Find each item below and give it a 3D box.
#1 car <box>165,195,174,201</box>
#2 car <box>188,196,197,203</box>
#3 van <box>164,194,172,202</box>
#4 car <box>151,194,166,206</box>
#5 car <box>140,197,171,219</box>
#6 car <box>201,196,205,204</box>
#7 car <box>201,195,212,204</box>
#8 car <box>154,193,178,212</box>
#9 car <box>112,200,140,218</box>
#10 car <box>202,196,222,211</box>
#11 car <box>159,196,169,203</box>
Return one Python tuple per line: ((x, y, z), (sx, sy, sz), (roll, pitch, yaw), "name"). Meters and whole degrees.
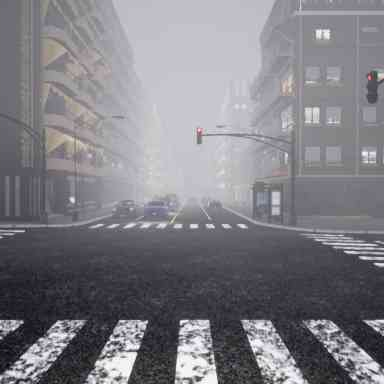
((-5.716, 1.543, 85.631), (2.008, 1.369, 4.403), (0, 0, 0), "car")
((0.079, 1.559, 69.743), (1.994, 1.385, 4.181), (0, 0, 0), "car")
((-5.715, 1.335, 79.992), (1.690, 1.788, 3.998), (0, 0, 0), "van")
((-5.710, 1.311, 57.437), (2.192, 1.841, 5.009), (0, 0, 0), "car")
((-3.096, 1.474, 29.325), (1.882, 1.535, 5.008), (0, 0, -1), "car")
((2.675, 1.541, 46.156), (1.887, 1.381, 4.507), (0, 0, 0), "car")
((2.670, 1.435, 63.073), (1.967, 1.590, 4.097), (0, 0, 0), "car")
((-3.099, 1.348, 38.953), (2.097, 1.767, 4.553), (0, 0, 0), "car")
((-5.701, 1.437, 29.244), (1.967, 1.590, 4.097), (0, 0, 0), "car")
((2.676, 1.547, 40.518), (2.008, 1.369, 4.403), (0, 0, 0), "car")
((-5.712, 1.520, 68.545), (1.752, 1.417, 4.829), (0, 0, 0), "car")
